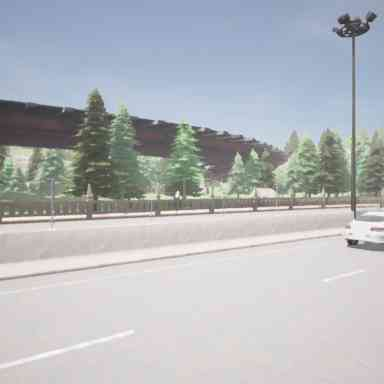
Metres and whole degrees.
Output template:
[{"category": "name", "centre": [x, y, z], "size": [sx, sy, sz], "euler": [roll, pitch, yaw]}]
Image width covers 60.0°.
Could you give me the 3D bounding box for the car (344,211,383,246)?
[{"category": "car", "centre": [8.269, 1.532, 14.066], "size": [4.674, 1.442, 1.812], "euler": [0, 0, -35]}]
